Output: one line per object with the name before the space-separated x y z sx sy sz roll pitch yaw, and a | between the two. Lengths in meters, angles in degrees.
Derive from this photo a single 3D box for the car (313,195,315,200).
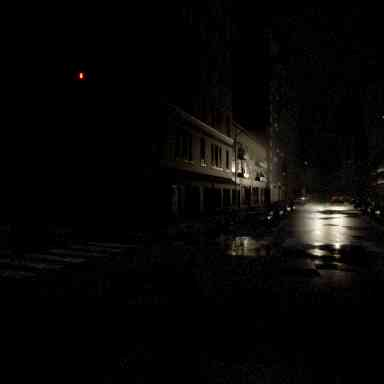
car | 25.353 1.310 73.537 2.192 1.841 5.009 1 0 22

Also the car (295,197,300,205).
car | 10.733 1.547 37.700 1.887 1.381 4.507 1 0 22

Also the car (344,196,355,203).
car | 33.252 1.577 70.335 1.802 1.307 4.206 1 0 22

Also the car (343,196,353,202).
car | 35.341 1.559 75.457 1.947 1.339 4.313 1 0 22

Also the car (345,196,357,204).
car | 31.163 1.562 65.214 1.947 1.339 4.313 1 0 22

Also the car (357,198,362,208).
car | 18.630 1.547 34.488 1.887 1.381 4.507 1 0 22

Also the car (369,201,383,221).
car | 14.452 1.547 24.245 1.887 1.381 4.507 1 0 22

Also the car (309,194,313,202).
car | 23.263 1.562 68.418 1.947 1.339 4.313 1 0 22

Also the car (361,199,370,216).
car | 16.541 1.553 29.367 2.008 1.369 4.403 1 0 22

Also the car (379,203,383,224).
car | 12.363 1.568 19.124 1.947 1.339 4.313 1 0 22

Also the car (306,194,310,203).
car | 19.086 1.565 58.179 1.947 1.339 4.313 1 0 22

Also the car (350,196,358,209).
car | 22.807 1.567 44.730 1.947 1.339 4.313 1 0 22

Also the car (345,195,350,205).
car | 26.985 1.550 54.972 2.008 1.369 4.403 1 0 22

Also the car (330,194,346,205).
car | 26.668 1.524 60.984 1.812 1.442 4.674 0 0 22

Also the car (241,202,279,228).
car | 4.467 1.584 22.341 1.802 1.307 4.206 1 0 22

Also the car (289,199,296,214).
car | 8.644 1.553 32.580 2.008 1.369 4.403 1 0 22

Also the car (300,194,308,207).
car | 16.934 1.525 52.902 1.752 1.417 4.829 1 0 22

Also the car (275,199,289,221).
car | 6.556 1.568 27.460 1.947 1.339 4.313 1 0 22
